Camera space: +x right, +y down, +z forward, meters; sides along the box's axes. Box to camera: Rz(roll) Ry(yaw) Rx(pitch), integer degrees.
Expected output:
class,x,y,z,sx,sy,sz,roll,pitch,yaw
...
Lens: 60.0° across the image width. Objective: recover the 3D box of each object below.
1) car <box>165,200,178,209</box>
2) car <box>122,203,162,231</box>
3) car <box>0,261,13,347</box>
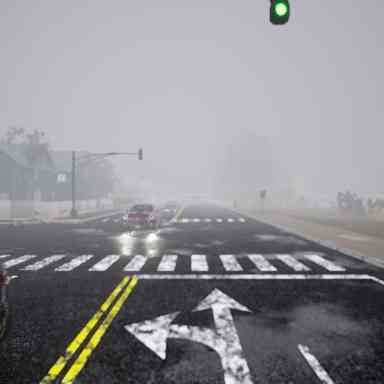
class,x,y,z,sx,sy,sz,roll,pitch,yaw
car,-3.222,2.014,53.098,2.033,1.411,5.357,0,-1,0
car,-3.238,1.517,22.092,2.097,1.767,4.553,0,-1,0
car,-3.250,1.249,1.775,2.150,2.045,5.566,0,0,0
